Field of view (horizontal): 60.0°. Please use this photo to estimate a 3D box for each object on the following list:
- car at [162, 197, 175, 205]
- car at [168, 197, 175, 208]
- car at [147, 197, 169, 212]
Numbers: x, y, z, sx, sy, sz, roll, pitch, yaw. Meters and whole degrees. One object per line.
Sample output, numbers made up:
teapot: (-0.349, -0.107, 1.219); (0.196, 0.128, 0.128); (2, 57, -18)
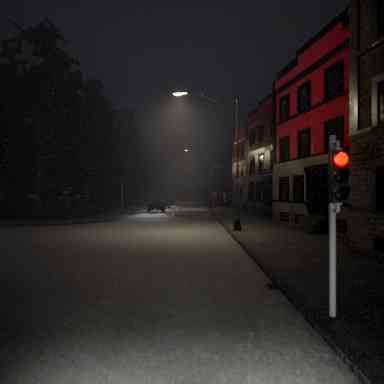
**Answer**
car: (-4.005, 1.601, 58.039); (1.895, 1.301, 4.718); (0, 0, 0)
car: (-4.039, 1.491, 48.023); (2.128, 1.511, 4.902); (0, 0, 0)
car: (-4.055, 1.601, 38.645); (1.895, 1.301, 4.718); (0, 0, 0)
